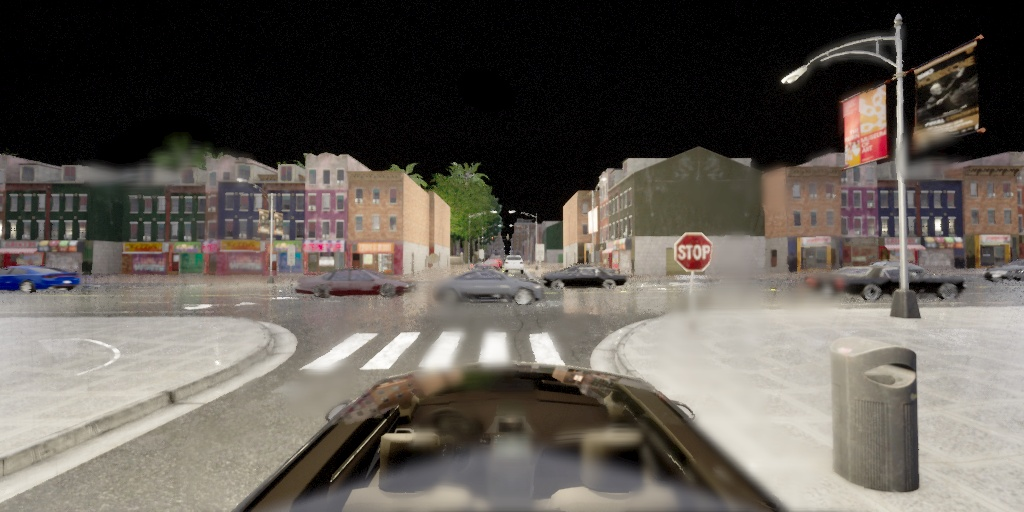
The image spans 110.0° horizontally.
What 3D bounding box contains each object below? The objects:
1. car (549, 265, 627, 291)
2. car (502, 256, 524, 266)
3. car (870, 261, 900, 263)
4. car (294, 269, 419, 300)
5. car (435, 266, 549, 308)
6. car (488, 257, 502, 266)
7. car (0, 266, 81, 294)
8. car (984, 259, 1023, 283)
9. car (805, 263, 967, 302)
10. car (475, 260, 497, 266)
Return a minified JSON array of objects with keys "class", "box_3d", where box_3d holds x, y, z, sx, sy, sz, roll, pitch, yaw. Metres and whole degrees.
[{"class":"car","box_3d":[4.016,1.329,20.682,4.718,1.301,1.895,-1,-1,-1]},{"class":"car","box_3d":[0.264,0.966,44.173,2.150,2.045,5.566,0,0,0]},{"class":"car","box_3d":[24.983,1.062,24.161,4.674,1.442,1.812,-1,-1,-1]},{"class":"car","box_3d":[-7.302,1.304,17.109,5.357,1.411,2.033,0,-1,-1]},{"class":"car","box_3d":[-0.849,1.194,13.932,4.181,1.385,1.994,-1,-1,-1]},{"class":"car","box_3d":[-2.634,1.222,45.650,1.882,1.535,5.008,0,0,0]},{"class":"car","box_3d":[-27.696,1.309,20.331,5.008,1.535,1.882,1,-1,-1]},{"class":"car","box_3d":[30.804,0.871,20.987,4.902,1.511,2.128,-1,-1,-1]},{"class":"car","box_3d":[14.573,1.046,14.090,4.718,1.301,1.895,-1,-1,-1]},{"class":"car","box_3d":[-2.837,1.350,33.880,1.895,1.301,4.718,0,0,4]}]
